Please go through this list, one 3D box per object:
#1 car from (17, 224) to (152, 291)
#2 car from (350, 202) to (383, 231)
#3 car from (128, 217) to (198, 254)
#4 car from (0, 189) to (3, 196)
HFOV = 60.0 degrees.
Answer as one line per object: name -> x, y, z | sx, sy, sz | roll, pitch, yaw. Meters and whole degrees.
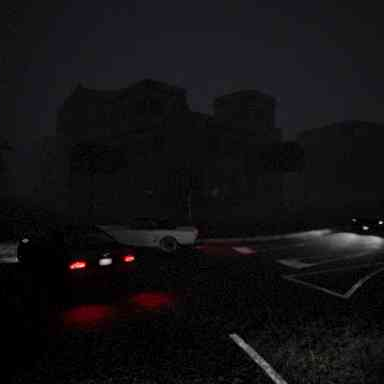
car -> -3.465, 1.624, 9.411 | 2.033, 1.411, 5.357 | 0, -1, -38
car -> 10.457, 1.132, 16.703 | 5.357, 1.411, 2.033 | -4, 1, -26
car -> -2.162, 1.699, 13.535 | 4.718, 1.301, 1.895 | 0, 0, 4
car -> -49.484, 0.296, 81.344 | 5.566, 2.045, 2.435 | 0, 1, -24
